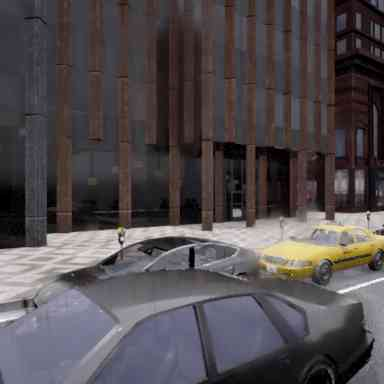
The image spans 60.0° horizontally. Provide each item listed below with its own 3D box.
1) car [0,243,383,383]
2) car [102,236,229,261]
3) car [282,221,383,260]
[{"bbox_3d":[-0.412,1.547,3.084,5.357,1.411,2.033,0,0,-35],"label":"car"},{"bbox_3d":[-0.581,1.566,6.232,4.313,1.339,1.947,0,0,-35],"label":"car"},{"bbox_3d":[3.872,1.526,9.402,4.829,1.417,1.752,0,0,-35],"label":"car"}]
